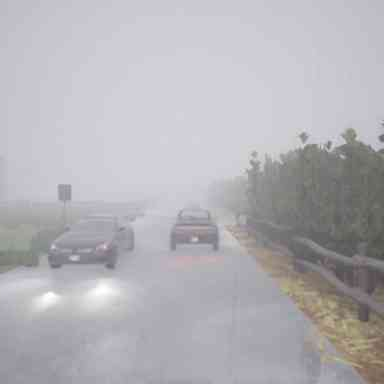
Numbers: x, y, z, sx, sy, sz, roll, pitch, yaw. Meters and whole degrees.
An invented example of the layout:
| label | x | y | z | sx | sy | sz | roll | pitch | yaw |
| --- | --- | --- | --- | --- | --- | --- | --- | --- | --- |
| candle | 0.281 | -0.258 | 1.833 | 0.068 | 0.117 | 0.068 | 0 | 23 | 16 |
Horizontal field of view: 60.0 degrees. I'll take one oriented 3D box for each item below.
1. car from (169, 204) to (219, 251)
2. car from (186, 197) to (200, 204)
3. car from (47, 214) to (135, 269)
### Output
| label | x | y | z | sx | sy | sz | roll | pitch | yaw |
| --- | --- | --- | --- | --- | --- | --- | --- | --- | --- |
| car | 0.095 | 1.458 | 13.977 | 2.128 | 1.511 | 4.902 | 0 | 0 | 0 |
| car | 0.093 | 1.419 | 44.905 | 1.812 | 1.442 | 4.674 | 0 | 0 | 0 |
| car | -3.123 | 1.499 | 11.217 | 1.812 | 1.442 | 4.674 | 0 | 0 | 1 |
